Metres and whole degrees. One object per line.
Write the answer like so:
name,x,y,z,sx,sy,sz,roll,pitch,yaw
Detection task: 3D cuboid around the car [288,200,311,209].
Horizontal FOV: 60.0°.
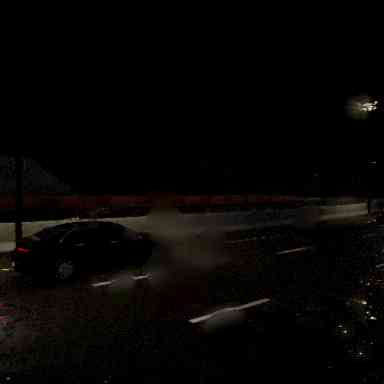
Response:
car,18.805,2.080,56.888,2.128,1.511,4.902,-1,-1,37

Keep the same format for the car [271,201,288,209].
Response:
car,15.344,2.185,58.095,1.994,1.385,4.181,-1,-1,37

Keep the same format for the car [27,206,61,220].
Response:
car,-10.591,1.989,26.737,4.181,1.385,1.994,0,-1,-38

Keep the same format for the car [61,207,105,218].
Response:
car,-6.903,1.868,25.169,4.902,1.511,2.128,0,-1,-39

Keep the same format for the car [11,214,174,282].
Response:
car,-2.820,1.663,10.338,4.892,1.490,1.837,0,0,-37

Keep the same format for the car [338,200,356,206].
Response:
car,25.044,2.042,53.493,2.033,1.411,5.357,-1,-1,36

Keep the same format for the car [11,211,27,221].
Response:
car,-13.126,1.967,29.194,4.902,1.511,2.128,0,-1,-38

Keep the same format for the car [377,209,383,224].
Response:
car,16.225,1.762,26.280,2.033,1.411,5.357,-1,-1,43

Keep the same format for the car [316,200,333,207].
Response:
car,22.092,2.048,55.435,1.837,1.490,4.892,-1,-1,37

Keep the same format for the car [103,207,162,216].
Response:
car,-3.676,1.892,23.275,4.181,1.385,1.994,0,-1,-39
